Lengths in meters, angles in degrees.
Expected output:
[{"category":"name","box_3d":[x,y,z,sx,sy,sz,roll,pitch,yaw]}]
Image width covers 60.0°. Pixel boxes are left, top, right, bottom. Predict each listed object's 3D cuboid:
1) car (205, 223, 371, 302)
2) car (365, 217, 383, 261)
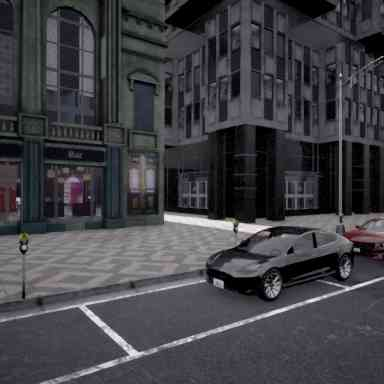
[{"category":"car","box_3d":[2.336,1.566,8.324,4.313,1.339,1.947,0,0,-36]},{"category":"car","box_3d":[6.921,1.546,11.603,4.507,1.381,1.887,0,0,-36]}]
